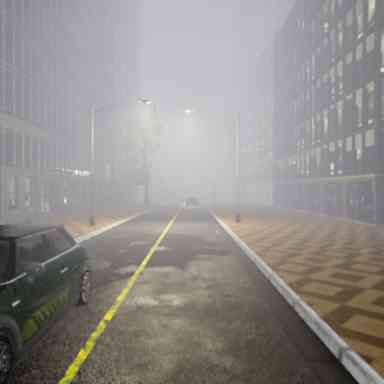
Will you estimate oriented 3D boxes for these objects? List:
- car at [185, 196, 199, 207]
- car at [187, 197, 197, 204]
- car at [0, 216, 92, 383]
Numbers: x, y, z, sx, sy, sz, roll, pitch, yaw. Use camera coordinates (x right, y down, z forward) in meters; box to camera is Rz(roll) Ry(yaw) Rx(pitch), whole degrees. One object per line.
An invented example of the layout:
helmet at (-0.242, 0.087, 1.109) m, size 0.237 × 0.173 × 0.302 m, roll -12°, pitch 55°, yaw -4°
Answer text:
car at (-0.003, 1.460, 51.095) m, size 1.837 × 1.490 × 4.892 m, roll 0°, pitch 0°, yaw 0°
car at (-0.004, 1.556, 61.540) m, size 1.895 × 1.301 × 4.718 m, roll 0°, pitch 0°, yaw 0°
car at (-3.090, 1.345, 4.901) m, size 2.097 × 1.767 × 4.553 m, roll 0°, pitch 0°, yaw 0°
